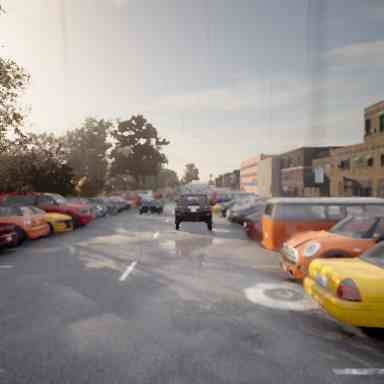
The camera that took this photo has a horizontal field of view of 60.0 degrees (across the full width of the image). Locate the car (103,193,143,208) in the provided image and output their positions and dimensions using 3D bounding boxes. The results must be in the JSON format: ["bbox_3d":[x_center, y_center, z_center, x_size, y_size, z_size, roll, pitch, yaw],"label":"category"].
[{"bbox_3d":[-8.545,1.014,41.716,4.553,1.767,2.185,0,1,0],"label":"car"}]

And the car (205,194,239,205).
[{"bbox_3d":[4.468,1.094,50.082,4.792,1.488,2.163,0,1,0],"label":"car"}]

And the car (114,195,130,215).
[{"bbox_3d":[-8.537,1.268,30.577,4.792,1.488,2.163,0,0,0],"label":"car"}]

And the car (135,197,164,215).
[{"bbox_3d":[-3.625,1.360,30.392,1.895,1.301,4.718,0,0,0],"label":"car"}]

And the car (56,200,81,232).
[{"bbox_3d":[-8.559,1.355,16.652,5.008,1.535,2.097,0,0,0],"label":"car"}]

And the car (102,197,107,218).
[{"bbox_3d":[-8.566,1.311,22.223,4.892,1.521,2.231,0,0,0],"label":"car"}]

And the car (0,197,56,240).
[{"bbox_3d":[-8.520,1.251,13.866,4.553,1.767,2.185,0,0,0],"label":"car"}]

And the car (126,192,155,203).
[{"bbox_3d":[-8.556,0.889,55.641,4.553,1.767,2.185,0,1,0],"label":"car"}]

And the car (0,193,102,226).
[{"bbox_3d":[-8.529,1.081,19.437,5.566,2.045,2.435,0,0,0],"label":"car"}]

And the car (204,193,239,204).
[{"bbox_3d":[4.680,1.036,52.865,5.366,1.575,1.946,0,1,0],"label":"car"}]

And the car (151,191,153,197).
[{"bbox_3d":[-8.614,0.940,49.945,4.553,1.767,2.185,0,1,0],"label":"car"}]

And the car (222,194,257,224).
[{"bbox_3d":[4.552,1.184,22.248,4.553,1.767,2.185,0,0,0],"label":"car"}]

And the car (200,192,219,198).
[{"bbox_3d":[4.285,0.622,81.665,4.674,1.452,2.002,0,1,0],"label":"car"}]

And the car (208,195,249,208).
[{"bbox_3d":[4.511,1.140,41.732,4.892,1.521,2.231,0,1,0],"label":"car"}]

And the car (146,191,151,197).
[{"bbox_3d":[-8.612,0.965,47.160,4.553,1.767,2.185,0,1,0],"label":"car"}]

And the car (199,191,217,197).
[{"bbox_3d":[4.308,0.490,90.141,5.008,1.535,2.097,0,1,0],"label":"car"}]

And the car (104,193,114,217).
[{"bbox_3d":[-8.593,1.161,25.007,4.553,1.767,2.185,0,0,0],"label":"car"}]

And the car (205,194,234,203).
[{"bbox_3d":[4.477,1.056,55.506,4.674,1.452,2.002,-1,1,0],"label":"car"}]

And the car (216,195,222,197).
[{"bbox_3d":[4.330,1.258,27.816,5.366,1.575,1.946,0,0,0],"label":"car"}]

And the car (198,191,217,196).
[{"bbox_3d":[4.303,0.459,92.966,5.008,1.535,2.097,0,1,0],"label":"car"}]

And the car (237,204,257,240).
[{"bbox_3d":[4.557,1.406,13.900,4.792,1.488,2.163,0,0,0],"label":"car"}]

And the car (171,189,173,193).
[{"bbox_3d":[-8.276,0.522,87.176,5.008,1.535,2.097,0,1,0],"label":"car"}]

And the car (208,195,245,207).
[{"bbox_3d":[4.531,1.143,44.516,4.792,1.488,2.163,0,1,0],"label":"car"}]

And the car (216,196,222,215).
[{"bbox_3d":[4.512,1.286,25.033,4.892,1.521,2.231,0,0,0],"label":"car"}]

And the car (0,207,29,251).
[{"bbox_3d":[-8.545,1.398,11.083,5.008,1.535,2.097,0,0,0],"label":"car"}]

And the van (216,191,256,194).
[{"bbox_3d":[4.628,0.987,33.381,4.442,1.987,1.878,0,1,0],"label":"van"}]

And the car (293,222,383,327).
[{"bbox_3d":[4.720,1.436,5.550,5.366,1.575,1.946,0,0,0],"label":"car"}]

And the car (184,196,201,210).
[{"bbox_3d":[0.067,1.211,38.769,1.812,1.442,4.674,0,1,0],"label":"car"}]

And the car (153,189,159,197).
[{"bbox_3d":[-8.614,0.789,52.854,5.566,2.045,2.435,0,1,0],"label":"car"}]

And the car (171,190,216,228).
[{"bbox_3d":[0.082,1.062,20.821,2.150,2.045,5.566,0,0,0],"label":"car"}]

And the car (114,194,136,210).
[{"bbox_3d":[-8.574,1.214,33.363,5.008,1.535,2.097,0,0,0],"label":"car"}]

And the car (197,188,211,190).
[{"bbox_3d":[4.112,0.518,87.315,5.366,1.575,1.946,0,1,0],"label":"car"}]

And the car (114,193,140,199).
[{"bbox_3d":[-8.757,1.187,36.022,5.366,1.575,1.946,0,1,0],"label":"car"}]

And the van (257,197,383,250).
[{"bbox_3d":[4.647,1.173,11.052,4.442,1.987,1.878,0,0,0],"label":"van"}]

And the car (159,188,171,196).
[{"bbox_3d":[-8.255,0.426,84.476,4.553,1.767,2.185,0,1,0],"label":"car"}]

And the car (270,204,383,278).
[{"bbox_3d":[4.563,1.293,8.332,4.553,1.767,2.185,0,0,0],"label":"car"}]

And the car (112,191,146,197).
[{"bbox_3d":[-8.602,0.914,38.805,5.566,2.045,2.435,0,1,0],"label":"car"}]

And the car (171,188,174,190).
[{"bbox_3d":[-8.276,0.461,92.948,4.892,1.521,2.231,0,1,0],"label":"car"}]
